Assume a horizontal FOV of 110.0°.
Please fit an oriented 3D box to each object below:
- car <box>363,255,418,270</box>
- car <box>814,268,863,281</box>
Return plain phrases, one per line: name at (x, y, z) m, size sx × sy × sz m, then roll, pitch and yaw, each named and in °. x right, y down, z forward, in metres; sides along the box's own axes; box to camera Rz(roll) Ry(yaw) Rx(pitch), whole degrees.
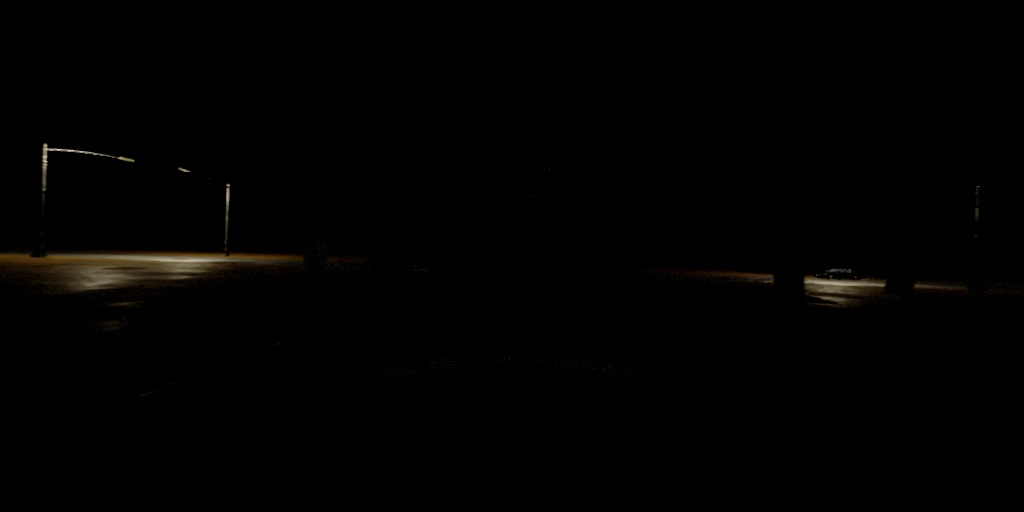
car at (-12.738, 0.605, 37.758) m, size 5.357 × 1.411 × 2.033 m, roll 3°, pitch 0°, yaw 1°
car at (39.641, 2.245, 43.603) m, size 4.902 × 1.511 × 2.128 m, roll 1°, pitch 0°, yaw 1°
